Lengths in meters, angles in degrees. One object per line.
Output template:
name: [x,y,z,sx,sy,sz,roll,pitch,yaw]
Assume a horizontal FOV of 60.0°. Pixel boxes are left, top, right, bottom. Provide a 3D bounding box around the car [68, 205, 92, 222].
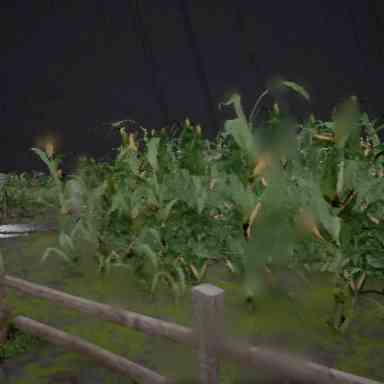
car: [-8.195,1.581,28.044,1.882,1.535,5.008,0,0,36]
